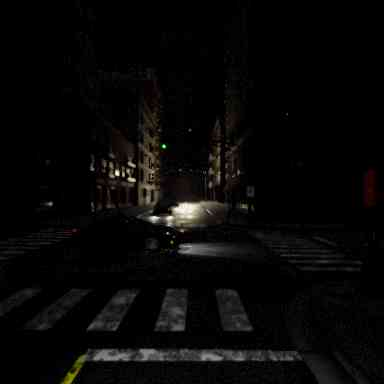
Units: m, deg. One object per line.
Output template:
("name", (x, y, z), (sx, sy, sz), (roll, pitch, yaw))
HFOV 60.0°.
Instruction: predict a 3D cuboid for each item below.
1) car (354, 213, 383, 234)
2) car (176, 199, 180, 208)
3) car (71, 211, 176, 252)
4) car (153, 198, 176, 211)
("car", (11.677, 1.809, 19.358), (4.206, 1.307, 1.802), (1, -1, 0))
("car", (-3.017, 1.778, 53.007), (1.837, 1.490, 4.892), (0, -1, 0))
("car", (-2.760, 1.655, 13.802), (4.181, 1.385, 1.994), (0, 0, 0))
("car", (-3.058, 1.668, 35.791), (1.882, 1.535, 5.008), (0, 0, 0))
